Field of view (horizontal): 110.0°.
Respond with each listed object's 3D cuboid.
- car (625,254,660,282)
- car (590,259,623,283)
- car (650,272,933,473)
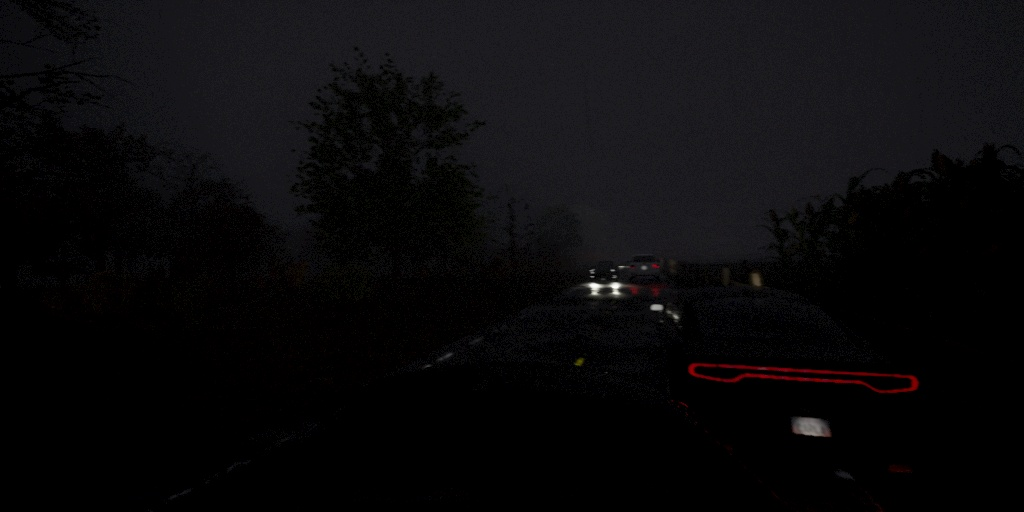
[{"bbox_3d":[10.348,0.894,28.126,2.150,2.045,5.566,-2,-1,20],"label":"car"},{"bbox_3d":[7.521,1.135,28.838,2.097,1.767,4.553,-2,-1,20],"label":"car"},{"bbox_3d":[3.115,1.155,5.089,1.882,1.535,5.008,-2,-1,20],"label":"car"}]
